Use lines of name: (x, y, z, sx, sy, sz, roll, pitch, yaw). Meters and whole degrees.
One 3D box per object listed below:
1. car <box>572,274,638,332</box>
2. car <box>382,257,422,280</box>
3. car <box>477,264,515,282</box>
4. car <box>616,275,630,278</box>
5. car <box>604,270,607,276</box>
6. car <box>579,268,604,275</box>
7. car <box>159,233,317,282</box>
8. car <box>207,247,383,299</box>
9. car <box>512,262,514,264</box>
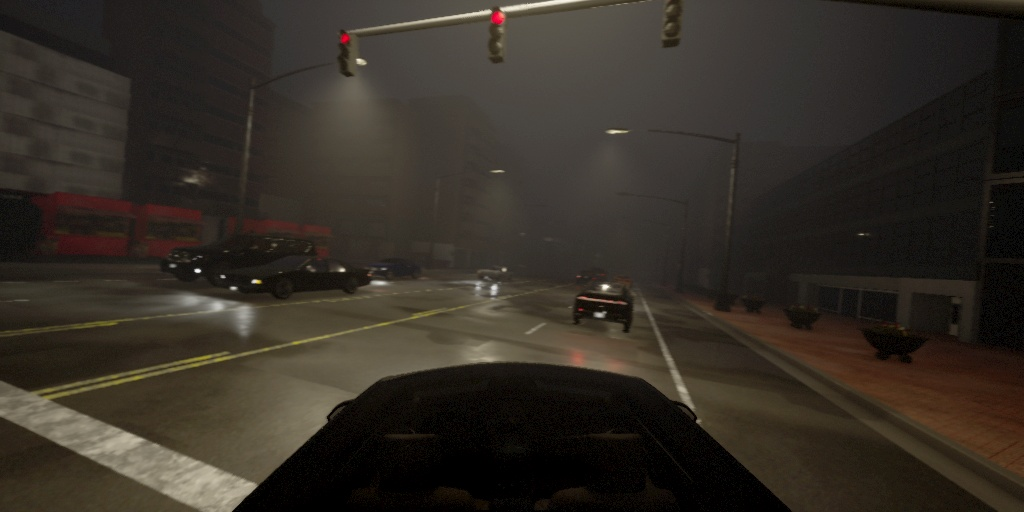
car: (3.467, 1.668, 13.129, 2.128, 1.511, 4.902, 5, -1, 19)
car: (-7.797, 0.775, 23.873, 1.812, 1.442, 4.674, 5, -1, 18)
car: (-1.411, 1.566, 32.113, 1.895, 1.301, 4.718, 5, -1, 19)
car: (12.113, 2.815, 39.198, 1.882, 1.535, 5.008, 5, -1, 19)
car: (11.934, 2.695, 49.847, 2.150, 2.045, 5.566, 5, 0, 19)
car: (8.414, 2.339, 39.103, 2.097, 1.767, 4.553, 5, -1, 20)
car: (-10.742, 0.088, 14.904, 2.150, 2.045, 5.566, 5, -1, 18)
car: (-7.598, 0.694, 13.397, 2.033, 1.411, 5.357, 5, -1, 18)
car: (-1.092, 1.712, 43.989, 2.033, 1.411, 5.357, 5, -1, 19)
